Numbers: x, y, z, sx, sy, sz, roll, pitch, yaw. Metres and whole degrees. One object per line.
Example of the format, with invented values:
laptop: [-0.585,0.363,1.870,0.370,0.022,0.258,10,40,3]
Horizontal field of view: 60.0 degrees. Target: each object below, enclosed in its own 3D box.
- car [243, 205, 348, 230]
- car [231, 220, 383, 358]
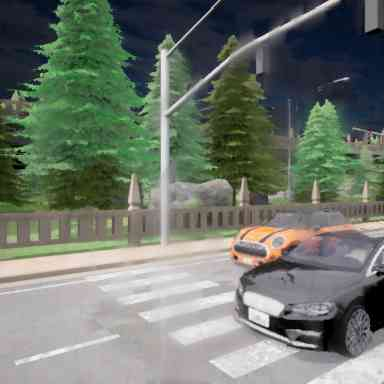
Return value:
car: [3.401,1.352,10.713,4.553,1.767,2.097,0,0,-35]
car: [2.929,1.491,6.080,4.902,1.511,2.128,0,0,-35]
